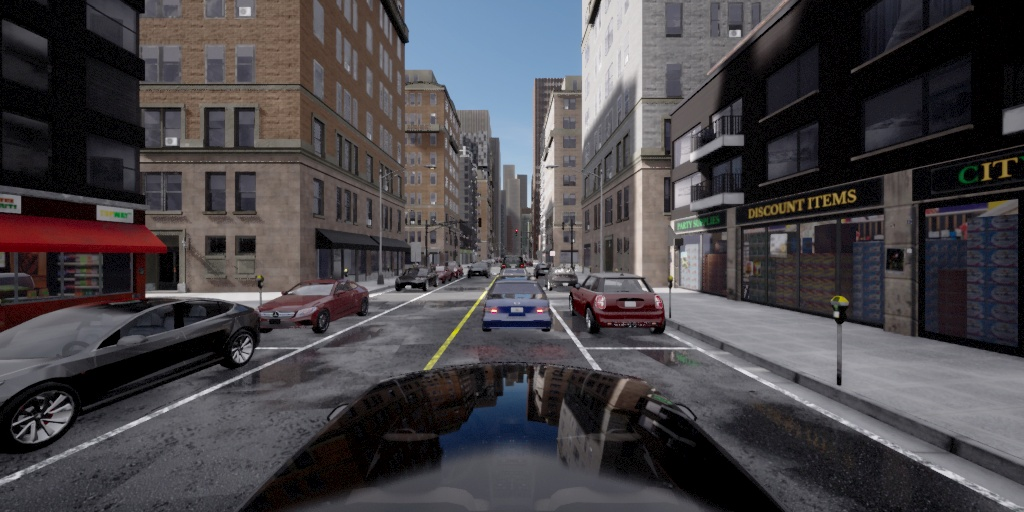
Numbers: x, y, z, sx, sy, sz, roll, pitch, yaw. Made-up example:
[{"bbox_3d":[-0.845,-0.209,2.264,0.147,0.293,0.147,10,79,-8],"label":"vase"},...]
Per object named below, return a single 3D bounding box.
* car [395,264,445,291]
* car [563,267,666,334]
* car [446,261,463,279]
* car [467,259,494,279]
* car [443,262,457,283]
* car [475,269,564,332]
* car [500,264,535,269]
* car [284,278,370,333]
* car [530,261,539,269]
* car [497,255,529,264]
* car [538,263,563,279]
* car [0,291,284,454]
[{"bbox_3d":[-5.626,1.317,21.651,1.948,1.339,4.313,0,0,0],"label":"car"},{"bbox_3d":[2.874,1.189,10.628,1.967,1.591,4.097,0,0,0],"label":"car"},{"bbox_3d":[-5.600,1.193,32.654,1.967,1.591,4.097,0,0,0],"label":"car"},{"bbox_3d":[-2.942,1.262,32.660,1.837,1.490,4.892,0,0,0],"label":"car"},{"bbox_3d":[-5.613,1.334,27.152,1.802,1.307,4.207,0,0,0],"label":"car"},{"bbox_3d":[0.120,1.297,10.843,2.033,1.411,5.357,0,0,0],"label":"car"},{"bbox_3d":[0.142,1.352,21.349,1.895,1.301,4.718,0,0,0],"label":"car"},{"bbox_3d":[-5.652,1.332,10.648,1.802,1.307,4.207,0,0,0],"label":"car"},{"bbox_3d":[2.926,1.319,32.633,1.948,1.339,4.313,0,0,0],"label":"car"},{"bbox_3d":[0.075,0.974,31.380,2.150,2.045,5.566,0,0,-1],"label":"car"},{"bbox_3d":[2.899,1.301,21.631,2.007,1.370,4.403,0,0,0],"label":"car"},{"bbox_3d":[-5.665,1.315,5.147,1.948,1.339,4.313,0,0,0],"label":"car"}]
